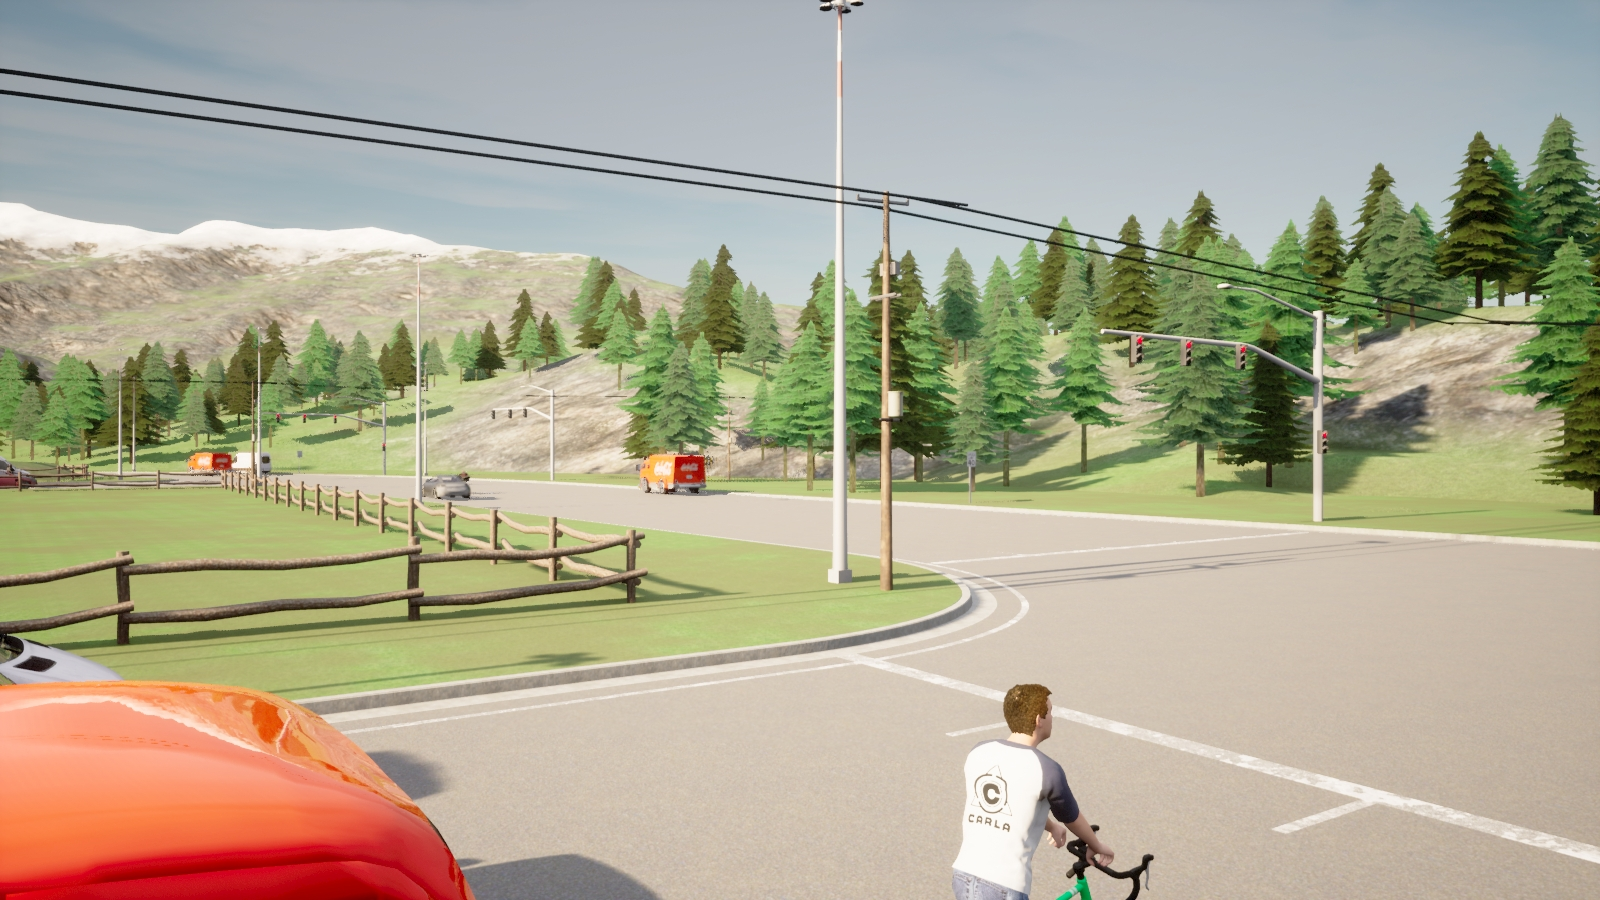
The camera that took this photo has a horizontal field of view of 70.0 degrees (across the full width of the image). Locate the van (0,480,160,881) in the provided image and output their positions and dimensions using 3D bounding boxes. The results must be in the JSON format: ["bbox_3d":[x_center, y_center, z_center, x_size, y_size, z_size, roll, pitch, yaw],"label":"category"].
[{"bbox_3d":[-7.465,1.535,7.097,5.915,2.561,1.988,0,0,-35],"label":"van"}]

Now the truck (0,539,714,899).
[{"bbox_3d":[-3.049,1.568,1.730,5.204,2.467,2.627,0,0,-34],"label":"truck"}]

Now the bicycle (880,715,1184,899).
[{"bbox_3d":[1.060,2.054,4.957,1.643,1.496,0.373,0,0,-41],"label":"bicycle"}]

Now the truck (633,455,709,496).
[{"bbox_3d":[-8.257,1.551,72.573,2.627,2.467,5.204,0,0,-35],"label":"truck"}]

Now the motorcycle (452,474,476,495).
[{"bbox_3d":[-21.609,2.193,73.418,0.867,1.251,2.209,0,0,-35],"label":"motorcycle"}]

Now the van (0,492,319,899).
[{"bbox_3d":[-5.215,1.535,4.399,5.915,2.561,1.988,0,0,-35],"label":"van"}]

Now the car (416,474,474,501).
[{"bbox_3d":[-20.393,2.108,65.504,1.994,1.385,4.181,0,0,-35],"label":"car"}]
